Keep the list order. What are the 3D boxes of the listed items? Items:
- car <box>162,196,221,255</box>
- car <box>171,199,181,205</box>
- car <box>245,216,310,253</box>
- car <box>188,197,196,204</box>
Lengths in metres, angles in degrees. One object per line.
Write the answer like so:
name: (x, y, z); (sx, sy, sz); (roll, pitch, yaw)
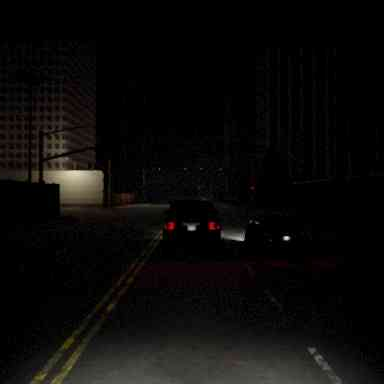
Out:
car: (-0.011, 1.347, 14.013); (2.150, 2.045, 5.566); (0, 0, 0)
car: (-3.561, 2.243, 76.154); (2.033, 1.411, 5.357); (0, -1, 0)
car: (3.492, 1.697, 14.303); (1.994, 1.385, 4.181); (0, 0, 0)
car: (-0.067, 2.129, 83.449); (1.837, 1.490, 4.892); (0, -1, 0)
